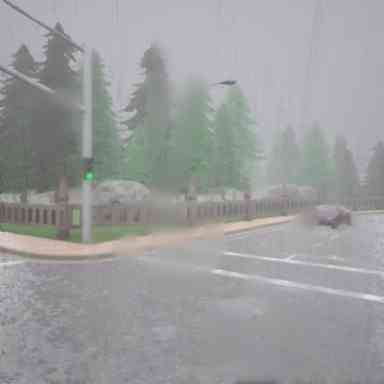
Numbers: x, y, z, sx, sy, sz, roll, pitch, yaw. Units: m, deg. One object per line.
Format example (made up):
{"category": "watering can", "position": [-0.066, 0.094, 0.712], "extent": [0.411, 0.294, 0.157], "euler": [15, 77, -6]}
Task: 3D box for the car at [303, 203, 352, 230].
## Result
{"category": "car", "position": [8.599, 1.457, 20.841], "extent": [1.812, 1.442, 4.674], "euler": [0, 1, 40]}
